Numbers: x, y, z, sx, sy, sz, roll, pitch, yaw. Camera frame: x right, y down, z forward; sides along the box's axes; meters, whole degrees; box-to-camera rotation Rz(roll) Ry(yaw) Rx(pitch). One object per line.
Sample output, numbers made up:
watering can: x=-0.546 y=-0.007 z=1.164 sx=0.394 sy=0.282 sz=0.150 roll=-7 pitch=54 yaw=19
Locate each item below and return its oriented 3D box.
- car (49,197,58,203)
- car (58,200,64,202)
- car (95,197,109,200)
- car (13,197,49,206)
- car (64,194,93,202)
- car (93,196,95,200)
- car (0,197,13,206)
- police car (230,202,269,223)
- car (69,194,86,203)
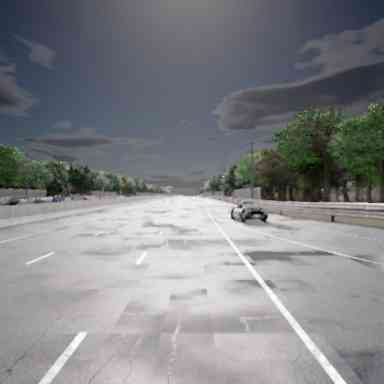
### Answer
car: x=-27.928 y=1.792 z=65.753 sx=1.812 sy=1.442 sz=4.674 roll=0 pitch=0 yaw=0
car: x=-24.428 y=1.795 z=66.361 sx=1.812 sy=1.442 sz=4.674 roll=0 pitch=0 yaw=0
car: x=-17.427 y=1.826 z=66.860 sx=1.994 sy=1.385 sz=4.181 roll=0 pitch=0 yaw=0
car: x=-24.498 y=1.751 z=50.758 sx=2.033 sy=1.411 sz=5.357 roll=0 pitch=0 yaw=1
car: x=-17.510 y=1.560 z=51.490 sx=2.097 sy=1.767 sz=4.553 roll=0 pitch=0 yaw=0
car: x=-24.410 y=1.823 z=81.997 sx=1.882 sy=1.535 sz=5.008 roll=0 pitch=0 yaw=0
car: x=-27.999 y=1.554 z=50.375 sx=2.097 sy=1.767 sz=4.553 roll=0 pitch=0 yaw=1
police car: x=4.508 y=1.608 z=27.133 sx=2.038 sy=1.542 sz=4.974 roll=0 pitch=0 yaw=-7
car: x=-27.911 y=1.565 z=81.278 sx=2.150 sy=2.045 sz=5.566 roll=0 pitch=0 yaw=0
